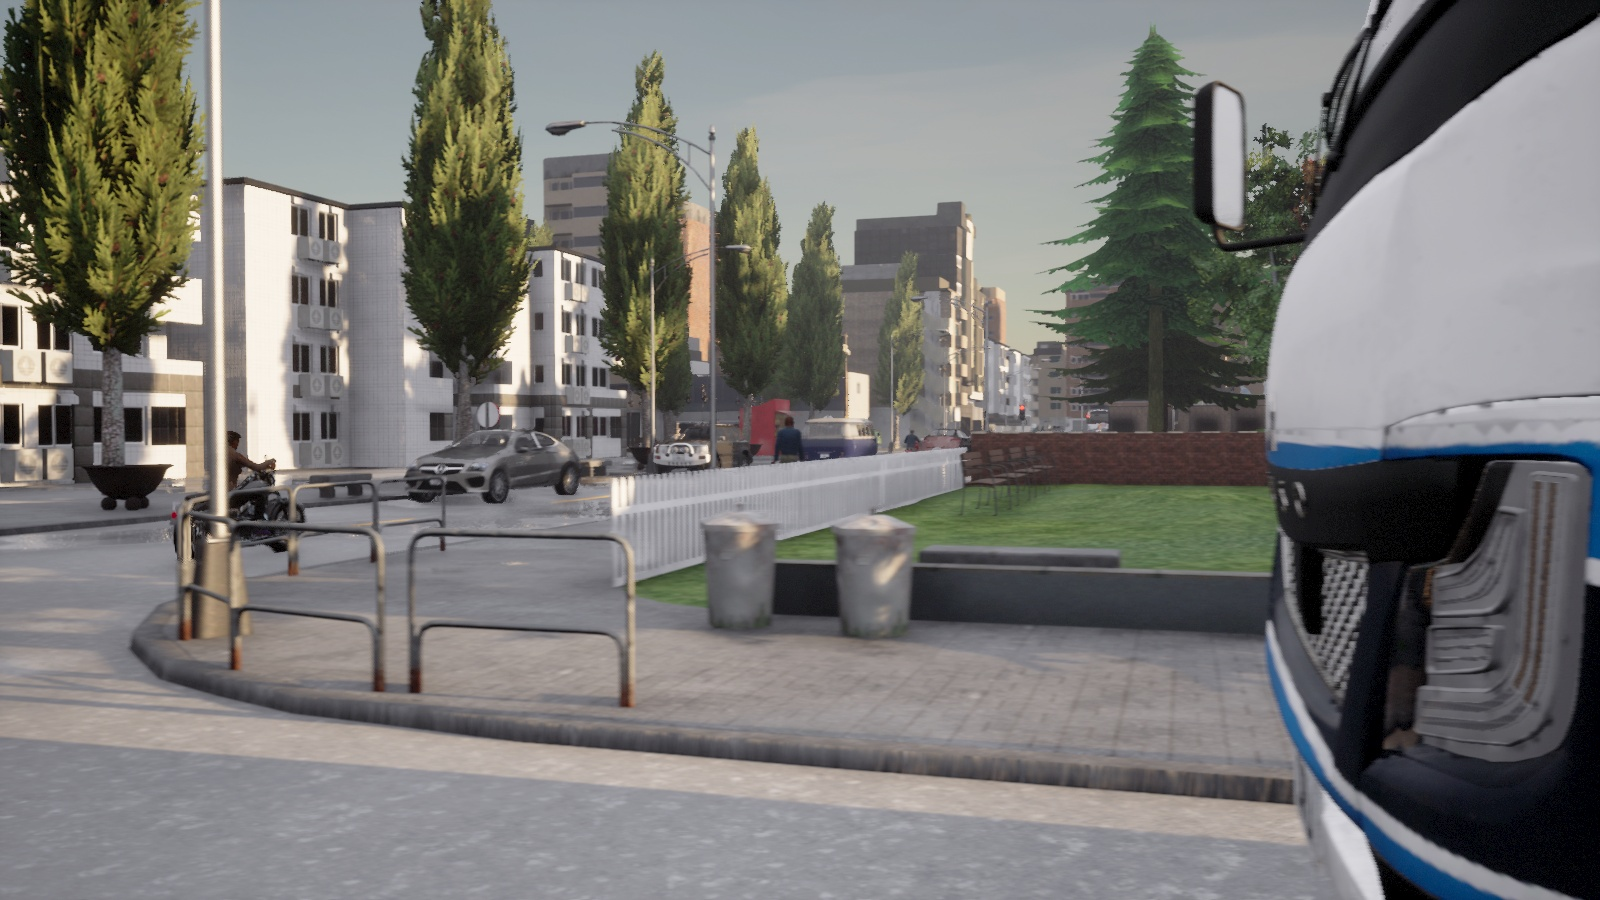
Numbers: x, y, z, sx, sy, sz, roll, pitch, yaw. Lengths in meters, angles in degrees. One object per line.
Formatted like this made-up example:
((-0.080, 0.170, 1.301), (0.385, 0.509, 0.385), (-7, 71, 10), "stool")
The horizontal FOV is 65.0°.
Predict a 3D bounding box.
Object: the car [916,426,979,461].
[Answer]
((7.403, -0.351, 62.499), (2.152, 1.651, 5.027), (1, 1, 18), "car")

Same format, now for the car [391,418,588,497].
((-7.064, 0.118, 29.232), (2.152, 1.651, 5.027), (0, 1, 17), "car")

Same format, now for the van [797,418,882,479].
((1.406, -0.093, 43.043), (1.775, 1.987, 4.442), (0, 1, 17), "van")

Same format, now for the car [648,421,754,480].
((-3.208, -0.026, 41.675), (1.932, 1.855, 4.605), (0, 1, 17), "car")

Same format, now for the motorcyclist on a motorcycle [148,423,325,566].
((-6.998, 0.502, 15.769), (0.766, 1.649, 2.350), (1, 1, 13), "motorcyclist on a motorcycle")

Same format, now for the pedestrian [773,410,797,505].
((-0.286, 0.145, 24.777), (0.370, 1.835, 0.726), (0, 1, 7), "pedestrian")

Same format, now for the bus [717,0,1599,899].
((5.386, -0.560, 1.988), (10.273, 4.253, 3.944), (0, 1, 17), "bus")
